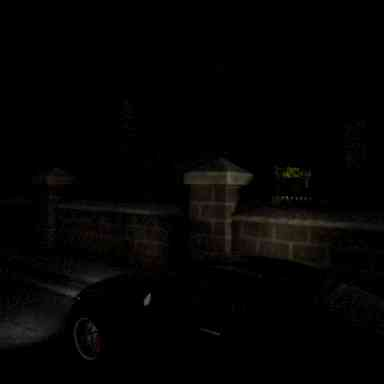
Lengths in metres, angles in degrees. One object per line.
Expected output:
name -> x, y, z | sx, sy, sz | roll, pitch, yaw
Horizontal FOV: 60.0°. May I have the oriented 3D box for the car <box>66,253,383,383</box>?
car -> 0.444, 1.505, 4.046 | 4.674, 1.442, 1.812 | 1, 0, 36
